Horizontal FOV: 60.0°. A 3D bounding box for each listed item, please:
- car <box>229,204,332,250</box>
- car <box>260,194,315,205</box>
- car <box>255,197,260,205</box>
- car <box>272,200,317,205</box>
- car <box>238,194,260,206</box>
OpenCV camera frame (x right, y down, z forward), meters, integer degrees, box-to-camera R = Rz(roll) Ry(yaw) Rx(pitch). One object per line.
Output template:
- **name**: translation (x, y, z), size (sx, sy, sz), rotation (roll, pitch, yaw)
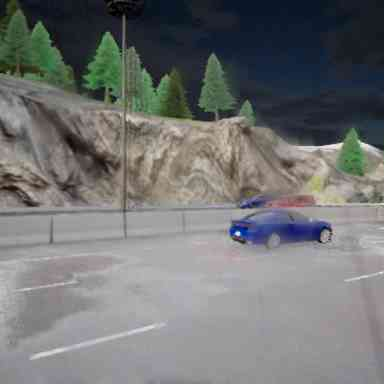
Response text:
- **car**: translation (3.934, 1.499, 14.390), size (5.008, 1.535, 1.882), rotation (0, 0, -31)
- **car**: translation (10.090, 1.279, 33.644), size (5.566, 2.045, 2.150), rotation (1, 0, -25)
- **car**: translation (10.233, 1.604, 37.571), size (5.357, 1.411, 2.033), rotation (0, 0, -24)
- **car**: translation (9.870, 1.654, 29.678), size (4.718, 1.301, 1.895), rotation (0, 0, -26)
- **car**: translation (8.284, 1.271, 40.514), size (5.566, 2.045, 2.150), rotation (1, 0, -24)
